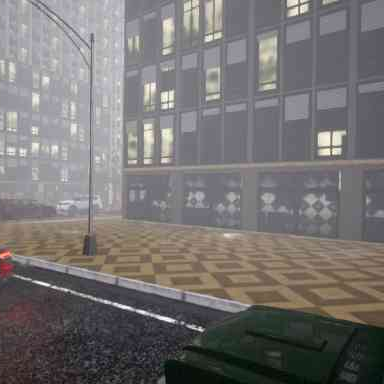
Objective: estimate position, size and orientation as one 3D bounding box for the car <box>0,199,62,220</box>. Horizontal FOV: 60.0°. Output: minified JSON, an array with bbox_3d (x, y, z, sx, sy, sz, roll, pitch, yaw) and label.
[{"bbox_3d":[-14.831,1.519,29.944,2.192,1.841,5.009,1,0,36],"label":"car"}]

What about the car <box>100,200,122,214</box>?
[{"bbox_3d":[-8.052,1.830,39.169,1.752,1.417,4.829,1,0,36],"label":"car"}]

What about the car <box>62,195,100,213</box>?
[{"bbox_3d":[-13.781,1.417,41.130,2.150,2.045,5.566,1,0,36],"label":"car"}]

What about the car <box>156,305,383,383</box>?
[{"bbox_3d":[2.016,1.601,2.248,4.718,1.301,1.895,0,0,35],"label":"car"}]

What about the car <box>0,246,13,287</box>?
[{"bbox_3d":[-6.093,1.521,7.998,4.674,1.442,1.812,0,0,35],"label":"car"}]

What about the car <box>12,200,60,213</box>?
[{"bbox_3d":[-18.348,1.643,39.311,1.752,1.417,4.829,1,0,36],"label":"car"}]
